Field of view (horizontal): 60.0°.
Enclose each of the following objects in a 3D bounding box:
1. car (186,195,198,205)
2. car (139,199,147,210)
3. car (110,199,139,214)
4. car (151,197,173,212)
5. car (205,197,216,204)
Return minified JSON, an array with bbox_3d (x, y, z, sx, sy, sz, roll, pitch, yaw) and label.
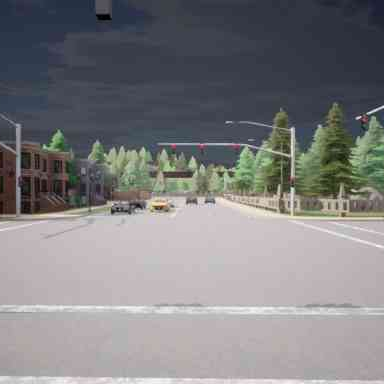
[{"bbox_3d":[-0.064,1.352,60.148,2.097,1.767,4.553,0,0,0],"label":"car"},{"bbox_3d":[-7.133,1.601,43.531,1.895,1.301,4.718,0,0,0],"label":"car"},{"bbox_3d":[-7.135,1.564,34.778,1.994,1.385,4.181,0,0,0],"label":"car"},{"bbox_3d":[-3.635,1.478,38.754,1.882,1.535,5.008,0,0,0],"label":"car"},{"bbox_3d":[3.531,1.564,65.129,1.994,1.385,4.181,0,0,0],"label":"car"}]
